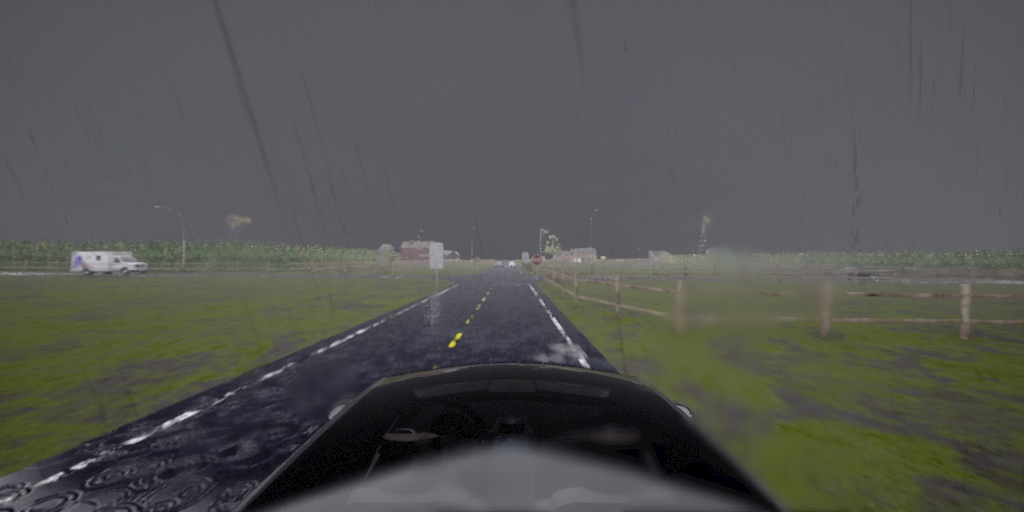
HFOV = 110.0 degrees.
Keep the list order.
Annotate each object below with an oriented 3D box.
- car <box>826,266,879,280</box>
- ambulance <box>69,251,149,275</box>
[{"bbox_3d":[37.772,1.905,39.863,4.892,1.490,1.837,0,0,1],"label":"car"},{"bbox_3d":[-42.225,0.773,37.802,6.366,2.431,2.351,0,0,1],"label":"ambulance"}]
